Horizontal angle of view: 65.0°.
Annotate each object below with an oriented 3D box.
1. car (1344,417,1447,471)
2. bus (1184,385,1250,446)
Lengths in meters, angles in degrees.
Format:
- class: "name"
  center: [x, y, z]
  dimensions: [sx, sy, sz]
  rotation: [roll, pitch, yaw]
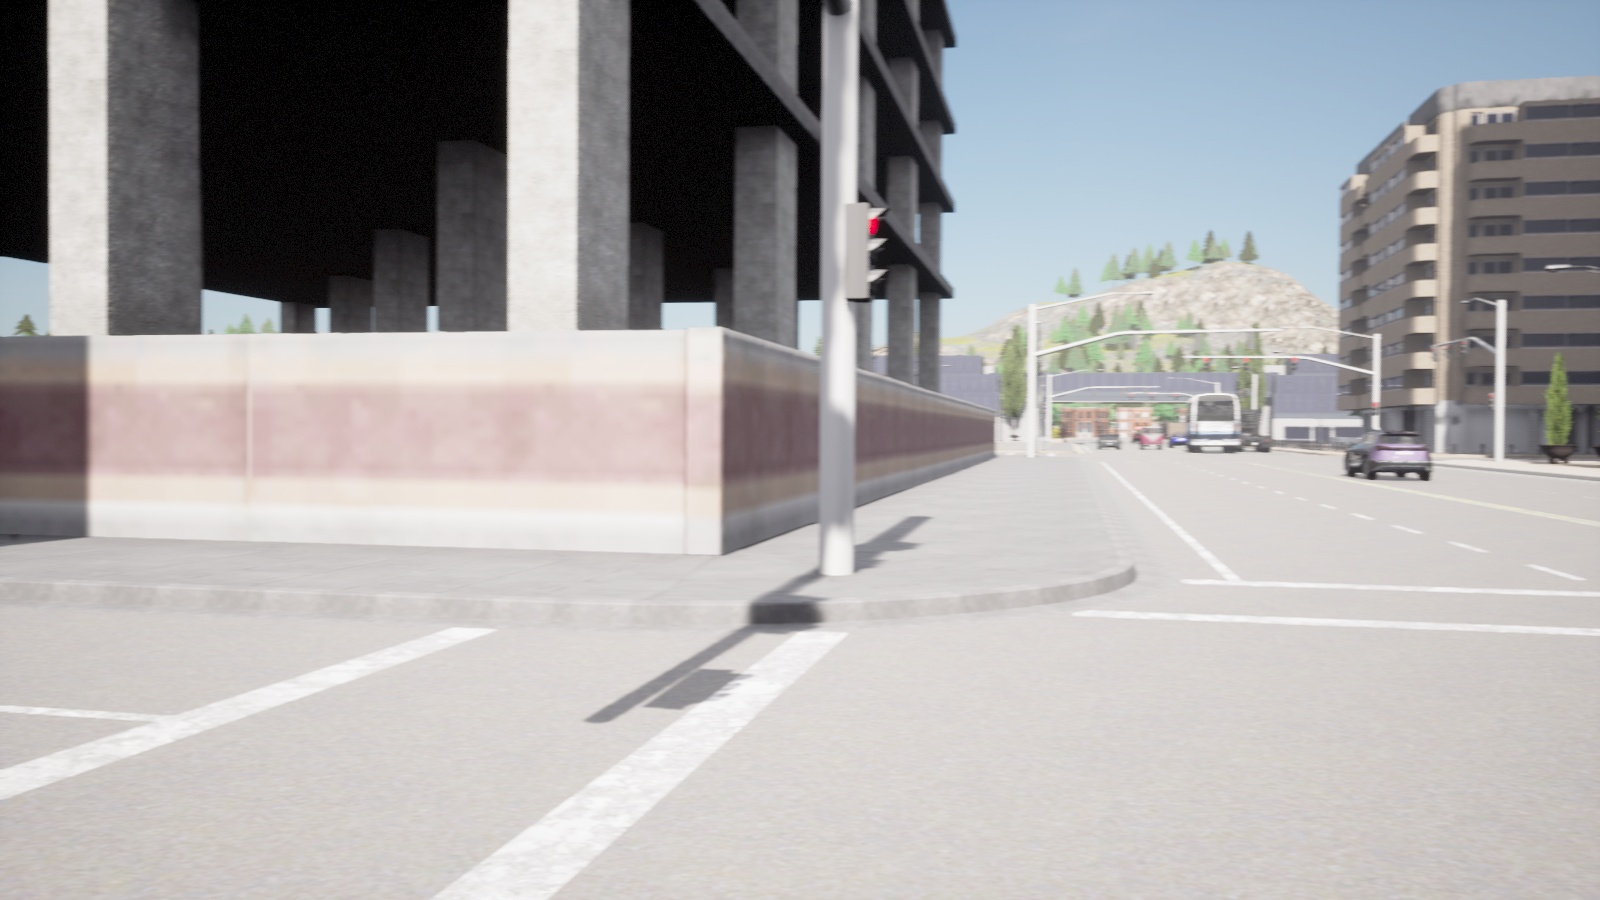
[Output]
- class: "car"
  center: [19.699, -0.227, 41.770]
  dimensions: [2.033, 1.649, 4.856]
  rotation: [0, 1, 12]
- class: "bus"
  center: [31.145, -2.507, 94.217]
  dimensions: [3.944, 4.253, 10.273]
  rotation: [-1, 0, 15]
